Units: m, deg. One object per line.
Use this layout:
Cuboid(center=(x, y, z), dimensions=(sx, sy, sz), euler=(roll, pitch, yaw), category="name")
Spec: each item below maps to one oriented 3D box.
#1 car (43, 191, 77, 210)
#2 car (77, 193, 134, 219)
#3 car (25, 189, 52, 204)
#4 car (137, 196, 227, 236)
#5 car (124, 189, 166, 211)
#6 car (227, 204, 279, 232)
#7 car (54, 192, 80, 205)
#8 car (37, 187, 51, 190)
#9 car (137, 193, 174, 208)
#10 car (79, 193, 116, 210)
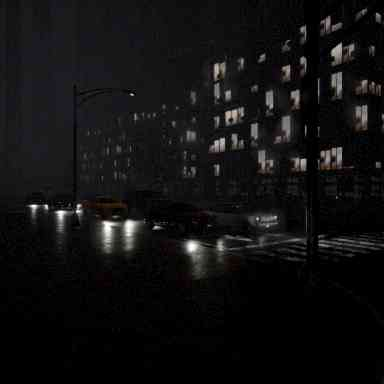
Cuboid(center=(-12.828, 0.898, 32.755), dimensions=(1.837, 1.490, 4.892), euler=(0, 1, -38), category="car")
Cuboid(center=(-6.551, 1.058, 24.742), dimensions=(1.882, 1.535, 5.008), euler=(0, 1, -38), category="car")
Cuboid(center=(-19.193, 0.707, 40.968), dimensions=(1.837, 1.490, 4.892), euler=(0, 1, -37), category="car")
Cuboid(center=(-0.704, 1.231, 17.297), dimensions=(1.882, 1.535, 5.008), euler=(0, 1, -37), category="car")
Cuboid(center=(-3.569, 0.810, 26.206), dimensions=(2.150, 2.045, 5.566), euler=(0, 1, -38), category="car")
Cuboid(center=(2.464, 1.368, 18.554), dimensions=(1.895, 1.301, 4.718), euler=(0, 1, -39), category="car")
Cuboid(center=(-15.837, 0.749, 41.938), dimensions=(1.812, 1.442, 4.674), euler=(0, 1, -38), category="car")
Cuboid(center=(-28.548, -0.025, 63.726), dimensions=(2.150, 2.045, 5.566), euler=(0, 1, -38), category="car")
Cuboid(center=(-4.260, 0.882, 37.935), dimensions=(1.882, 1.535, 5.008), euler=(0, 1, -38), category="car")
Cuboid(center=(-9.737, 0.883, 34.087), dimensions=(1.882, 1.535, 5.008), euler=(0, 1, -38), category="car")
